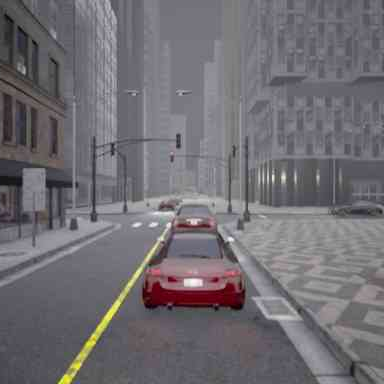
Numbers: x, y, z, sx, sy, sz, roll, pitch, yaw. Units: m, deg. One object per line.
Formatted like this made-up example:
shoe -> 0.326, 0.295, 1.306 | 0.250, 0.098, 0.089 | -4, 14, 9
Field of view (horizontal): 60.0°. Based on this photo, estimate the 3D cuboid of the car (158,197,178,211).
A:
car -> -3.107, 1.621, 41.487 | 1.895, 1.301, 4.718 | 0, 0, 0

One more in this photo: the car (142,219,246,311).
car -> 0.081, 1.564, 7.861 | 1.994, 1.385, 4.181 | 0, 0, 2

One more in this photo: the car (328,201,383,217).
car -> 15.015, 1.540, 30.550 | 4.674, 1.442, 1.812 | 0, 0, 0

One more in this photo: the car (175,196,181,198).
car -> -3.100, 1.581, 54.862 | 2.033, 1.411, 5.357 | 0, 0, 0

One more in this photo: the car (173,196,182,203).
car -> -3.019, 1.576, 70.015 | 1.812, 1.442, 4.674 | 0, 0, 0

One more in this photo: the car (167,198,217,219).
car -> 0.146, 1.355, 16.482 | 2.097, 1.767, 4.553 | 0, 0, 2
